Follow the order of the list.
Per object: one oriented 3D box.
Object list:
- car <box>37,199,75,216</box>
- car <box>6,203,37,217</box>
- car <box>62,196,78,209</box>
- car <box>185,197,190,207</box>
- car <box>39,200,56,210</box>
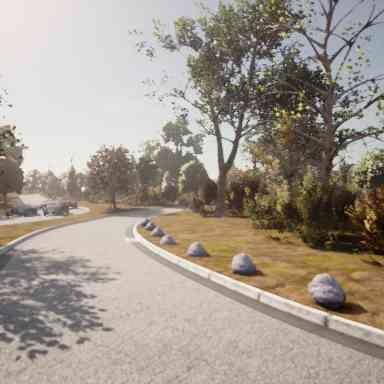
[{"bbox_3d":[-14.924,1.830,36.781,2.128,1.511,4.902,0,-1,-7],"label":"car"},{"bbox_3d":[-18.034,1.889,35.394,1.994,1.385,4.181,0,-1,-6],"label":"car"},{"bbox_3d":[-20.107,1.714,54.237,2.150,2.045,5.566,0,0,-28],"label":"car"},{"bbox_3d":[0.470,1.571,55.500,2.097,1.767,4.553,0,1,21],"label":"car"},{"bbox_3d":[-22.994,2.001,52.744,2.033,1.411,5.357,0,0,-28],"label":"car"}]
